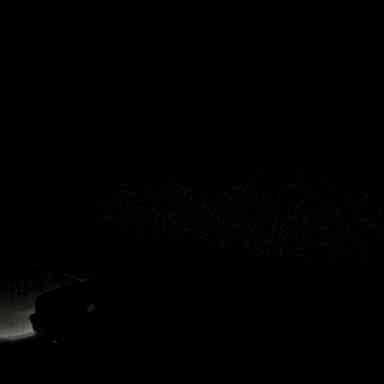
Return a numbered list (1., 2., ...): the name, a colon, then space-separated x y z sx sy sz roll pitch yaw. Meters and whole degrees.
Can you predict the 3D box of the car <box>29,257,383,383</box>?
1. car: 0.190 1.560 3.981 5.357 1.411 2.033 0 0 38
